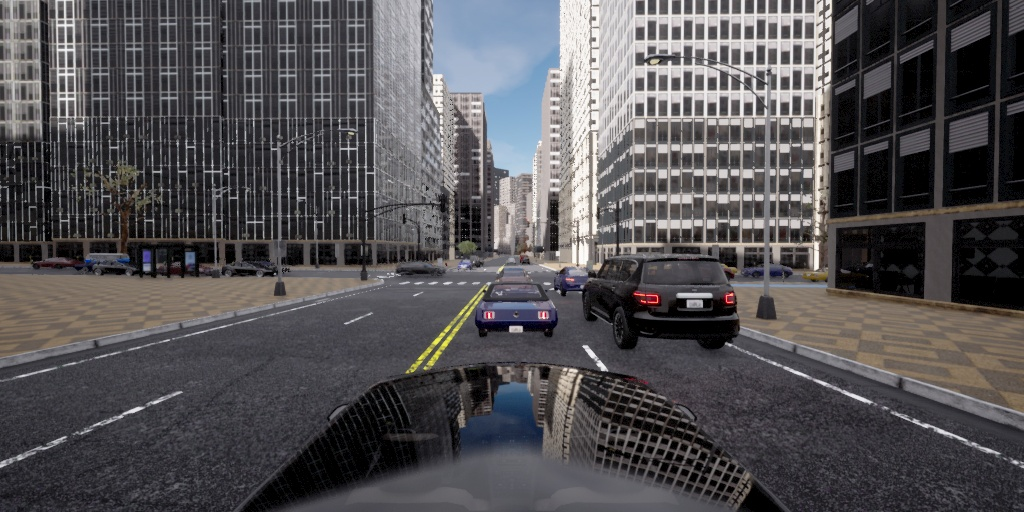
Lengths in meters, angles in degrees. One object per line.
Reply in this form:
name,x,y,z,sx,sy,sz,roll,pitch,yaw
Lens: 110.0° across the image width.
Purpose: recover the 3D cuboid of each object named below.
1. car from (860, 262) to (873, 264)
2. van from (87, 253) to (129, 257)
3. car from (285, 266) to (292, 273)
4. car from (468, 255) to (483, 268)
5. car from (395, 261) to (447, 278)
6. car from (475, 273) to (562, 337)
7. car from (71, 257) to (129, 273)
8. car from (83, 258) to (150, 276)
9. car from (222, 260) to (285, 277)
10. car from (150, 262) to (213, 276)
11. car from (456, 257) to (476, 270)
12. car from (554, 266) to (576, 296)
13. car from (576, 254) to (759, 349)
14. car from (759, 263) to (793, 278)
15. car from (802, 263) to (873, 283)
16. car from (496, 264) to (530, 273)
car,35.888,1.386,36.172,4.553,1.767,2.097,1,1,1
van,-45.340,0.605,40.129,3.998,1.789,1.690,0,0,1
car,-23.945,1.100,33.927,5.357,1.411,2.033,1,1,1
car,-6.656,0.925,61.209,2.150,2.045,5.566,0,0,0
car,-8.496,1.218,33.645,4.674,1.442,1.812,0,1,1
car,0.090,1.347,10.224,1.895,1.301,4.718,0,0,0
car,-38.348,1.023,34.206,4.718,1.301,1.895,1,1,1
car,-34.137,1.069,31.484,4.313,1.339,1.948,0,0,1
car,-22.772,1.174,31.193,4.313,1.339,1.948,0,0,1
car,-28.456,1.138,31.318,4.207,1.307,1.802,0,0,1
car,-6.657,1.241,51.247,1.812,1.442,4.674,0,0,-2
car,3.327,1.267,18.956,1.812,1.442,4.674,0,0,0
car,3.341,0.968,9.264,2.150,2.045,5.566,0,0,0
car,25.786,1.471,36.349,4.674,1.442,1.812,0,1,1
car,27.602,1.578,30.539,4.829,1.417,1.751,0,0,1
car,0.078,1.305,18.961,1.994,1.385,4.181,0,0,0
